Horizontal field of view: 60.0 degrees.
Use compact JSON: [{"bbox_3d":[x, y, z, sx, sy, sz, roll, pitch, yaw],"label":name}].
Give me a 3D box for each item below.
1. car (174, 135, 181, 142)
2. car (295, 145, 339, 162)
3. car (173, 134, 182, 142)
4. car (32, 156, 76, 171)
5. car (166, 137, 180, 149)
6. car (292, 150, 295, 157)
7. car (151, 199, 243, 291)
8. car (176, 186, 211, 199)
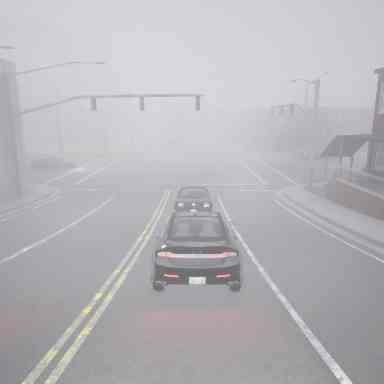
[{"bbox_3d":[-3.489,-10.621,69.213,1.994,1.385,4.181,0,12,0],"label":"car"},{"bbox_3d":[15.808,-4.739,41.546,4.553,1.767,2.097,0,12,0],"label":"car"},{"bbox_3d":[-3.488,-12.838,79.044,1.837,1.490,4.892,0,12,0],"label":"car"},{"bbox_3d":[-14.381,-3.006,34.661,4.181,1.385,1.994,0,12,0],"label":"car"},{"bbox_3d":[-3.561,-8.508,59.390,1.837,1.490,4.892,0,12,0],"label":"car"},{"bbox_3d":[15.975,-5.491,44.963,4.553,1.767,2.097,0,12,0],"label":"car"},{"bbox_3d":[0.100,1.221,8.373,2.128,1.511,4.902,0,4,0],"label":"car"},{"bbox_3d":[0.087,0.327,18.078,1.895,1.301,4.718,0,8,0],"label":"car"}]
